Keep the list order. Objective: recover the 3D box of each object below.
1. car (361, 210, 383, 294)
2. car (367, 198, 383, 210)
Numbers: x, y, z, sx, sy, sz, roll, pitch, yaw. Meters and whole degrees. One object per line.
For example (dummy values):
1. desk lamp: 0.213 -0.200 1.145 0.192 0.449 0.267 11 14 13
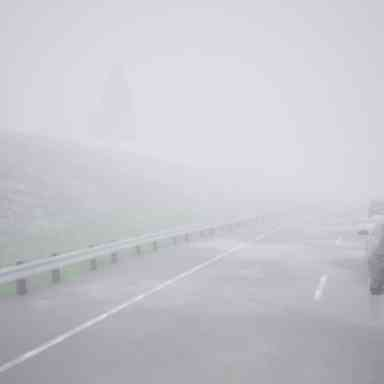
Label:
1. car: 5.218 1.391 7.984 1.837 1.490 4.892 -1 0 26
2. car: 14.690 1.176 25.660 2.128 1.511 4.902 -1 0 30
